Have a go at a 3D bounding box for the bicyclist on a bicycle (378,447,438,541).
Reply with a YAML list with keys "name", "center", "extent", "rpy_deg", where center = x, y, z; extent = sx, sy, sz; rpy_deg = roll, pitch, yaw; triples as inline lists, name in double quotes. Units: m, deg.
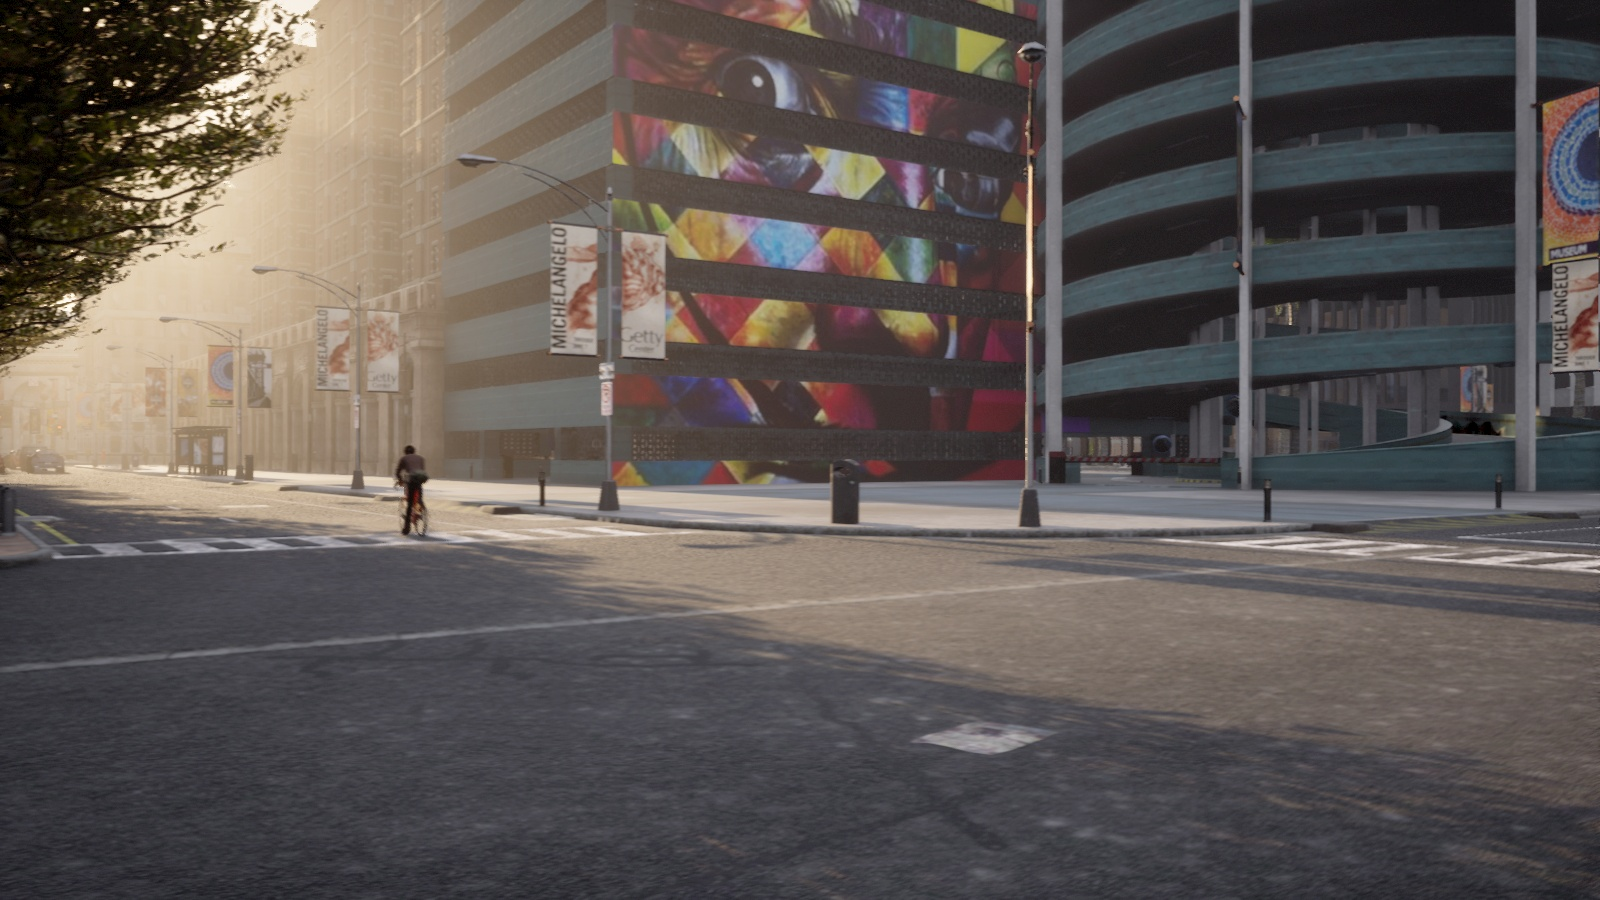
- name: "bicyclist on a bicycle"
  center: [-7.050, 0.768, 22.534]
  extent: [0.582, 1.620, 1.656]
  rpy_deg: [0, 0, -34]
